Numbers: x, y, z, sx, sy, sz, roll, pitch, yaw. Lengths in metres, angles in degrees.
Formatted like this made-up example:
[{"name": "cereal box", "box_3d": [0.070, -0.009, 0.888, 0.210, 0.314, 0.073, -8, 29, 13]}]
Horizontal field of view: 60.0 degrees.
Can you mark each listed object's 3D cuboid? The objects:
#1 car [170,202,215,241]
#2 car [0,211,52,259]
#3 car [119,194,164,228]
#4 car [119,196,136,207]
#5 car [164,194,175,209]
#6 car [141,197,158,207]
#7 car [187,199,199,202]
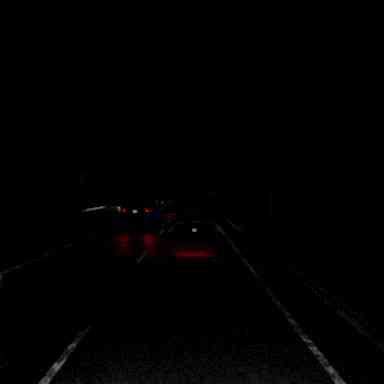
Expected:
[{"name": "car", "box_3d": [0.101, 1.513, 16.966, 1.882, 1.535, 5.008, 0, 0, 0]}, {"name": "car", "box_3d": [-7.098, 1.518, 12.726, 2.128, 1.511, 4.902, 0, 0, 0]}, {"name": "car", "box_3d": [-3.398, 1.268, 22.466, 2.150, 2.045, 5.566, 0, 0, 0]}, {"name": "car", "box_3d": [-10.550, 1.539, 54.638, 1.882, 1.535, 5.008, 0, 0, 1]}, {"name": "car", "box_3d": [-3.397, 1.298, 40.921, 2.150, 2.045, 5.566, 0, 0, 0]}, {"name": "car", "box_3d": [-7.050, 1.551, 55.196, 2.128, 1.511, 4.902, 0, 0, 1]}, {"name": "car", "box_3d": [0.102, 1.568, 39.104, 2.128, 1.511, 4.902, 0, 0, 0]}]
